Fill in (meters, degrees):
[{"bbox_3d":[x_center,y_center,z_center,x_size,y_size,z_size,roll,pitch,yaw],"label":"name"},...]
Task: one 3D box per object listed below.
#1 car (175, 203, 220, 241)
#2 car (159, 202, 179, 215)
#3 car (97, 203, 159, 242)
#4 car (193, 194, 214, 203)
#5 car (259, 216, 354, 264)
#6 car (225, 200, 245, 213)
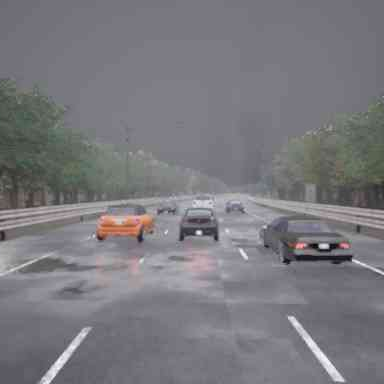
[{"bbox_3d":[0.367,1.525,16.882,1.837,1.490,4.892,0,0,2],"label":"car"},{"bbox_3d":[-2.398,1.652,34.626,1.895,1.301,4.718,0,0,3],"label":"car"},{"bbox_3d":[-3.138,1.367,16.623,2.097,1.767,4.553,0,0,2],"label":"car"},{"bbox_3d":[1.234,1.284,36.822,2.150,2.045,5.566,0,0,3],"label":"car"},{"bbox_3d":[3.737,1.565,11.823,2.033,1.411,5.357,0,0,1],"label":"car"},{"bbox_3d":[4.797,1.596,37.677,1.812,1.442,4.674,0,0,3],"label":"car"}]
